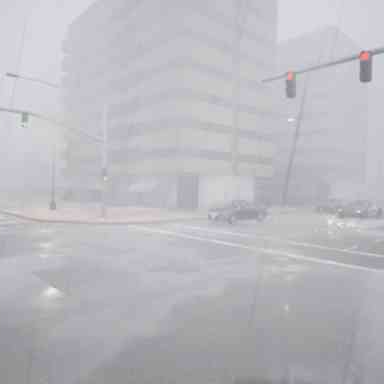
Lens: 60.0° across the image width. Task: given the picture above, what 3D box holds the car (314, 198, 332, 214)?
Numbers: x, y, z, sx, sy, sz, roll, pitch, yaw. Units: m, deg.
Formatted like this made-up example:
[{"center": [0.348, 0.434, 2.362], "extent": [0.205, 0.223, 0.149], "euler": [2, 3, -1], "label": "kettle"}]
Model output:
[{"center": [13.464, 1.341, 31.728], "extent": [4.892, 1.490, 1.837], "euler": [0, 1, -42], "label": "car"}]

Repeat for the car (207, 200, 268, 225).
[{"center": [3.120, 1.288, 22.266], "extent": [4.902, 1.511, 2.128], "euler": [0, 1, -42], "label": "car"}]

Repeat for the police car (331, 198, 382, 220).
[{"center": [13.595, 1.413, 26.971], "extent": [4.974, 1.542, 2.038], "euler": [0, 1, -42], "label": "police car"}]
